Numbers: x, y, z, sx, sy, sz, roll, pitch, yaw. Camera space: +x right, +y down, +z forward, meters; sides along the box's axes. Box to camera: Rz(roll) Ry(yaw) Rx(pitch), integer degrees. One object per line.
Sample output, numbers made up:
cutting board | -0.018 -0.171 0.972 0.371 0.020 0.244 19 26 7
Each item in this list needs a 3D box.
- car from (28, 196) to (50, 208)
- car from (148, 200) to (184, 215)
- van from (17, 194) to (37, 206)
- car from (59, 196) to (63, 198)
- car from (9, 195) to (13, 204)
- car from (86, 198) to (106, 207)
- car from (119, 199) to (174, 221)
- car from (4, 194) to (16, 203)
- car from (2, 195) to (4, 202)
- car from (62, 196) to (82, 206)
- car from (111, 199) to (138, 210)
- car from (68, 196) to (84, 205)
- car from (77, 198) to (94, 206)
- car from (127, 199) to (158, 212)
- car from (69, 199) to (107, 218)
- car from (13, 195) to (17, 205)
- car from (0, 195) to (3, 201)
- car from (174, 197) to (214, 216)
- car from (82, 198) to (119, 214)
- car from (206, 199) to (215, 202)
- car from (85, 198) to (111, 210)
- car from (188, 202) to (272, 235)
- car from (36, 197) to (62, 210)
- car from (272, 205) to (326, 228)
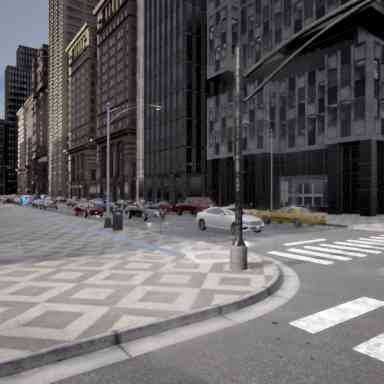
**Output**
car | -22.775 1.713 49.796 1.802 1.307 4.206 0 0 -35
car | -2.885 1.643 36.440 1.887 1.381 4.507 0 0 -35
van | -29.246 1.505 58.944 1.690 1.788 3.998 0 0 -35
car | -28.764 1.669 73.026 1.967 1.590 4.097 0 0 -35
car | -35.715 1.780 68.090 1.802 1.307 4.206 0 0 -35
car | -15.824 1.728 54.733 1.947 1.339 4.313 0 0 -35
car | -3.944 1.551 27.795 2.128 1.511 4.902 0 0 -35
car | -38.951 1.530 72.665 2.192 1.841 5.009 0 0 -35
car | -42.186 1.815 77.237 1.802 1.307 4.206 0 0 -35
car | -19.193 1.705 54.714 2.033 1.411 5.357 0 0 -35
car | -9.355 1.680 45.586 2.008 1.369 4.403 0 0 -35
car | -22.294 1.635 63.879 1.967 1.590 4.097 0 0 -35
car | -19.060 1.760 59.306 1.802 1.307 4.206 0 0 -35
car | -6.218 1.640 41.152 1.752 1.417 4.829 0 0 -35
car | -9.835 1.612 31.502 1.887 1.381 4.507 0 0 -35
car | -32.382 1.706 63.378 1.752 1.417 4.829 0 0 -35
car | -45.421 1.691 81.811 1.967 1.590 4.097 0 0 -35
car | 0.350 1.398 31.867 2.192 1.841 5.009 0 0 -35
car | -10.208 1.567 36.669 1.882 1.535 5.008 0 0 -35
car | 3.487 1.594 27.432 1.752 1.417 4.829 0 0 -35
car | -13.142 1.605 46.248 1.882 1.535 5.008 0 0 -35
car | 2.054 1.557 19.273 1.812 1.442 4.674 0 0 -37
car | -19.540 1.697 45.223 1.802 1.307 4.206 0 0 -35
car | 6.722 1.579 22.859 1.752 1.417 4.829 0 0 -35
